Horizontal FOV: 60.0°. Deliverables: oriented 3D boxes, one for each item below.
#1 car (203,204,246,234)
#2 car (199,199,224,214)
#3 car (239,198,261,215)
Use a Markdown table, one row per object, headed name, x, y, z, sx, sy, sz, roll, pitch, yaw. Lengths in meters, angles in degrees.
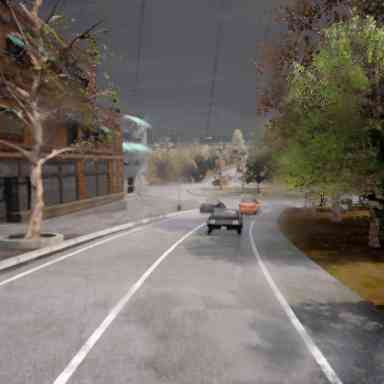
| name | x | y | z | sx | sy | sz | roll | pitch | yaw |
| --- | --- | --- | --- | --- | --- | --- | --- | --- | --- |
| car | 2.065 | 1.626 | 19.717 | 1.895 | 1.301 | 4.718 | 1 | 0 | 10 |
| car | 2.160 | 1.496 | 34.878 | 1.882 | 1.535 | 5.008 | 2 | 0 | 17 |
| car | 6.407 | 1.497 | 36.894 | 2.097 | 1.767 | 4.553 | 2 | 0 | 17 |
